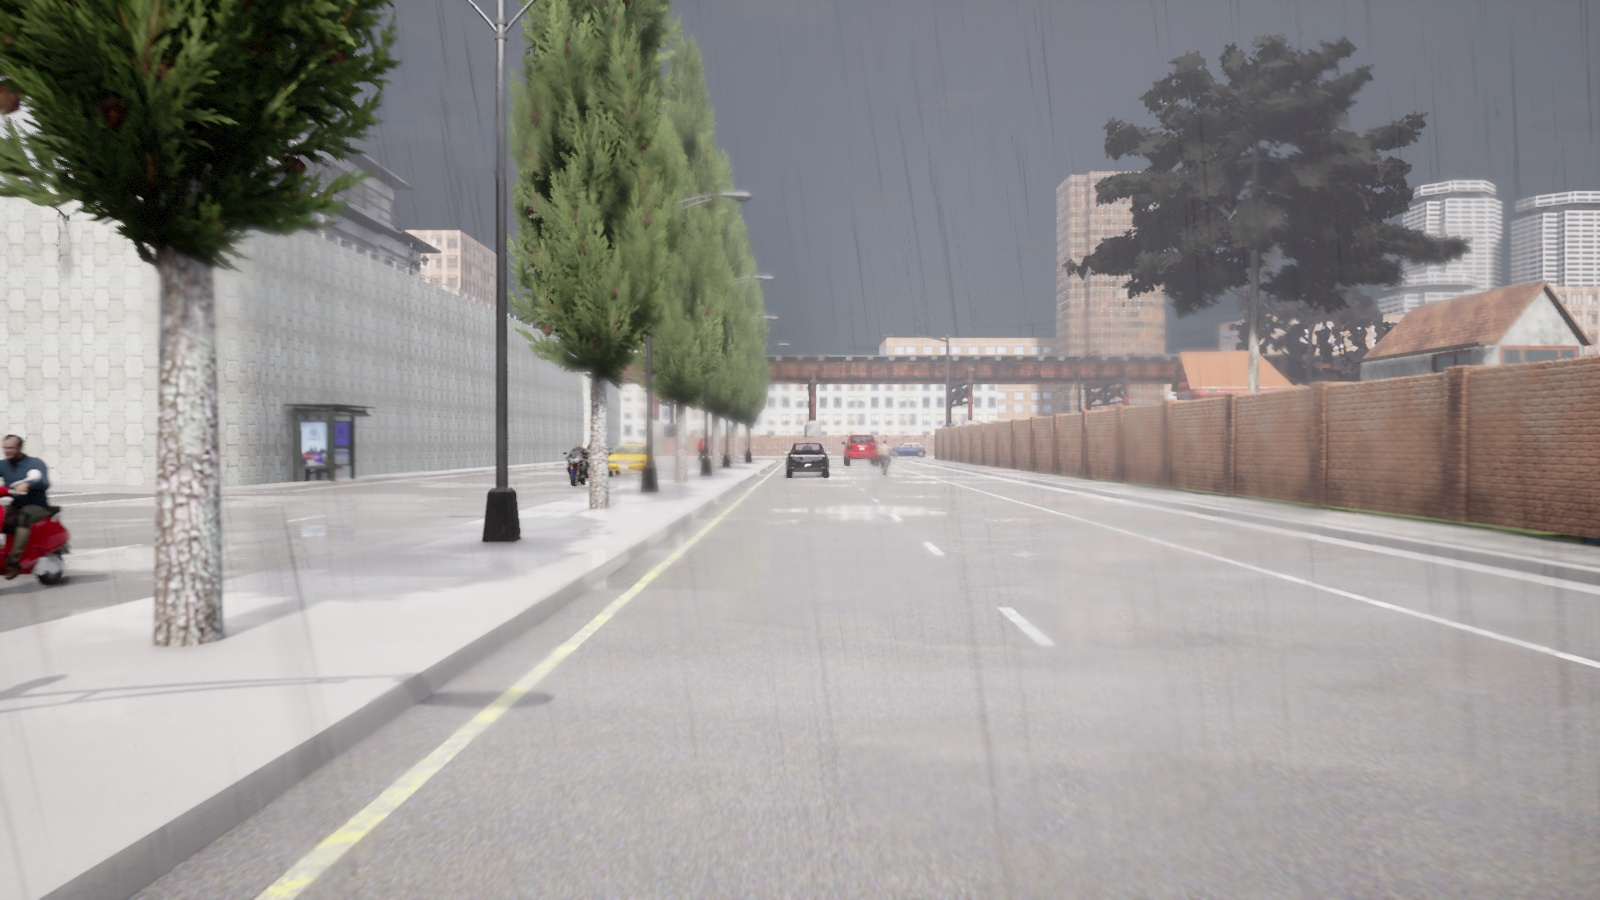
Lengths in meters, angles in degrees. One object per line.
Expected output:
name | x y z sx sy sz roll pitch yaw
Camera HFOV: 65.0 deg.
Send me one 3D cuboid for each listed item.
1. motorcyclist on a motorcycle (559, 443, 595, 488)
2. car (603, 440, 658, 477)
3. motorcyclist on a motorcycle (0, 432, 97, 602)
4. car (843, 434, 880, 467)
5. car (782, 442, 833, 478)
motorcyclist on a motorcycle | -7.736 0.529 43.673 0.866 1.530 2.191 0 0 0
car | -7.646 0.358 57.063 1.801 1.575 5.366 0 0 0
motorcyclist on a motorcycle | -7.914 0.623 12.452 0.866 1.590 1.817 0 0 0
car | 3.983 0.005 82.247 2.150 2.045 5.566 0 0 0
car | 0.328 0.394 54.906 2.128 1.511 4.902 0 0 0
